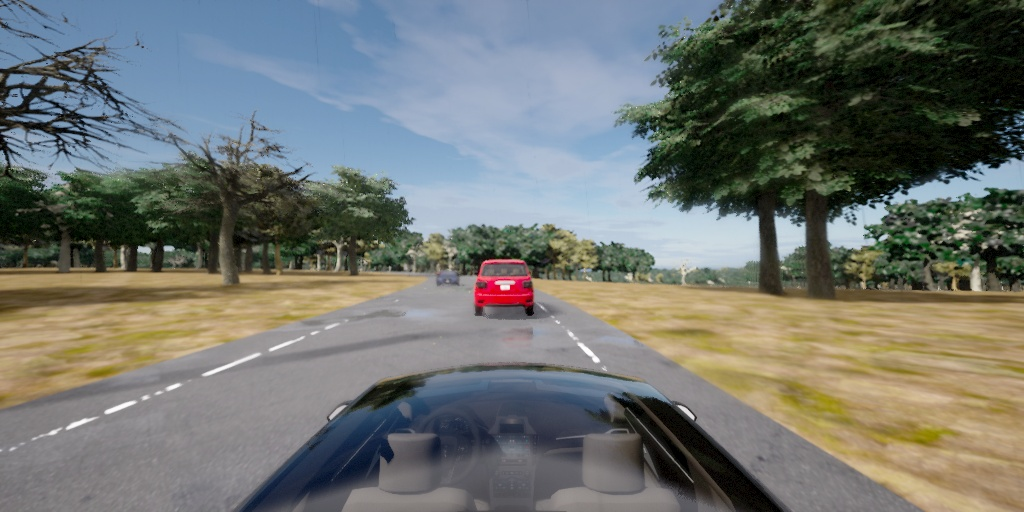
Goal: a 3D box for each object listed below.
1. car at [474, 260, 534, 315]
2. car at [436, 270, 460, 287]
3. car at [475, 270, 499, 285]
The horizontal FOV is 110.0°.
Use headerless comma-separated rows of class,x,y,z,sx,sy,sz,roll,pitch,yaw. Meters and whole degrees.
car,-0.368,1.184,14.759,2.150,2.045,5.566,0,-1,-3
car,-5.707,2.020,32.325,1.994,1.385,4.181,0,-2,-7
car,-2.722,2.207,37.993,2.033,1.411,5.357,0,-2,-9
